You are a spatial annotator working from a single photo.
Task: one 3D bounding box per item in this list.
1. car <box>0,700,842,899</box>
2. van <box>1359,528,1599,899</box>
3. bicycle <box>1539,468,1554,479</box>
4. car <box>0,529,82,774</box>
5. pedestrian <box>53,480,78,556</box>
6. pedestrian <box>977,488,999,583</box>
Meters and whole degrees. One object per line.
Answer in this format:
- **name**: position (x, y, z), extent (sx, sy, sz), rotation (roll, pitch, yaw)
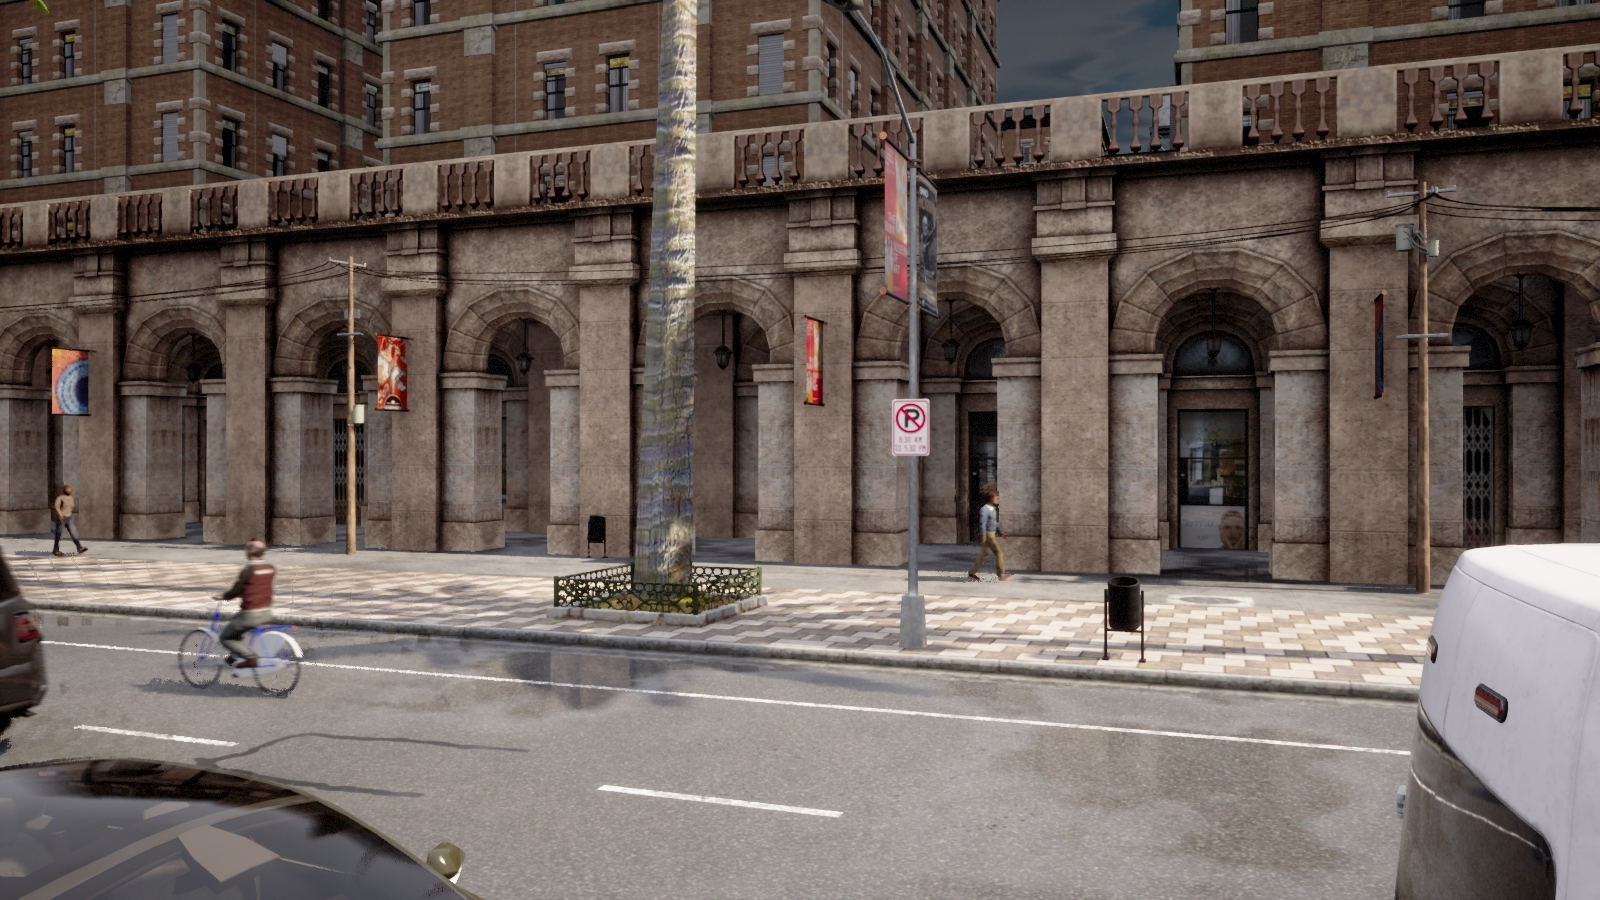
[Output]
- **car**: position (-2.519, 2.061, 4.220), extent (4.892, 1.480, 2.231), rotation (0, 0, 20)
- **van**: position (4.249, 1.534, 1.754), extent (5.915, 2.561, 1.988), rotation (0, 0, 20)
- **bicycle**: position (71.479, 2.256, 109.425), extent (0.859, 1.080, 1.487), rotation (0, 0, 20)
- **car**: position (-9.644, 1.779, 10.558), extent (5.566, 2.045, 2.150), rotation (0, 0, 20)
- **pedestrian**: position (-18.349, 1.696, 28.528), extent (0.375, 1.860, 0.375), rotation (0, 0, 19)
- **pedestrian**: position (3.765, 1.696, 22.826), extent (0.375, 1.860, 0.375), rotation (0, 0, 20)
